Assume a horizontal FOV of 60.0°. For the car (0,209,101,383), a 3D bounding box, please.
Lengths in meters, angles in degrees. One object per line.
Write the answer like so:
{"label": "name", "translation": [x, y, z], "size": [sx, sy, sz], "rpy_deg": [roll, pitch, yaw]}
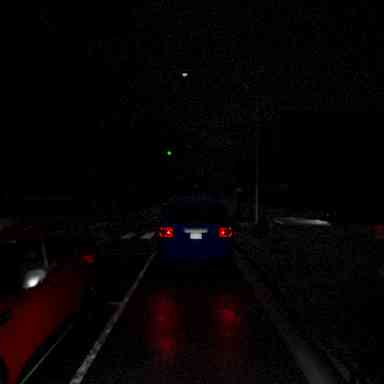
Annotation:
{"label": "car", "translation": [-2.641, 1.315, 4.253], "size": [2.192, 1.841, 5.009], "rpy_deg": [0, 0, 0]}

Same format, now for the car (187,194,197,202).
{"label": "car", "translation": [-0.013, 1.433, 76.903], "size": [2.097, 1.767, 4.553], "rpy_deg": [0, 0, 0]}

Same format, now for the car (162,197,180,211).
{"label": "car", "translation": [-2.649, 1.515, 42.402], "size": [1.967, 1.590, 4.097], "rpy_deg": [0, 0, 0]}

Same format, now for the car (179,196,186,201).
{"label": "car", "translation": [-2.660, 1.902, 93.599], "size": [1.887, 1.381, 4.507], "rpy_deg": [0, 0, 0]}

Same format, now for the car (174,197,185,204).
{"label": "car", "translation": [-2.655, 1.760, 70.845], "size": [2.008, 1.369, 4.403], "rpy_deg": [0, 0, 0]}

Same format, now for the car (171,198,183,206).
{"label": "car", "translation": [-2.652, 1.730, 59.468], "size": [1.802, 1.307, 4.206], "rpy_deg": [0, 0, 0]}

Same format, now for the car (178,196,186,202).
{"label": "car", "translation": [-2.659, 1.862, 87.910], "size": [1.887, 1.381, 4.507], "rpy_deg": [0, 0, 0]}

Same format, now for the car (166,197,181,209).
{"label": "car", "translation": [-2.650, 1.537, 48.090], "size": [1.967, 1.590, 4.097], "rpy_deg": [0, 0, 0]}

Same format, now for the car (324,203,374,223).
{"label": "car", "translation": [12.037, 1.482, 24.625], "size": [4.181, 1.385, 1.994], "rpy_deg": [0, 0, 0]}

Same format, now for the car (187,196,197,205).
{"label": "car", "translation": [-0.011, 1.662, 66.511], "size": [1.882, 1.535, 5.008], "rpy_deg": [0, 0, 0]}

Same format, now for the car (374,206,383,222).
{"label": "car", "translation": [15.107, 1.392, 21.745], "size": [4.902, 1.511, 2.128], "rpy_deg": [0, 0, 1]}

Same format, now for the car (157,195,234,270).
{"label": "car", "translation": [0.077, 1.224, 11.174], "size": [2.150, 2.045, 5.566], "rpy_deg": [0, 0, -1]}
